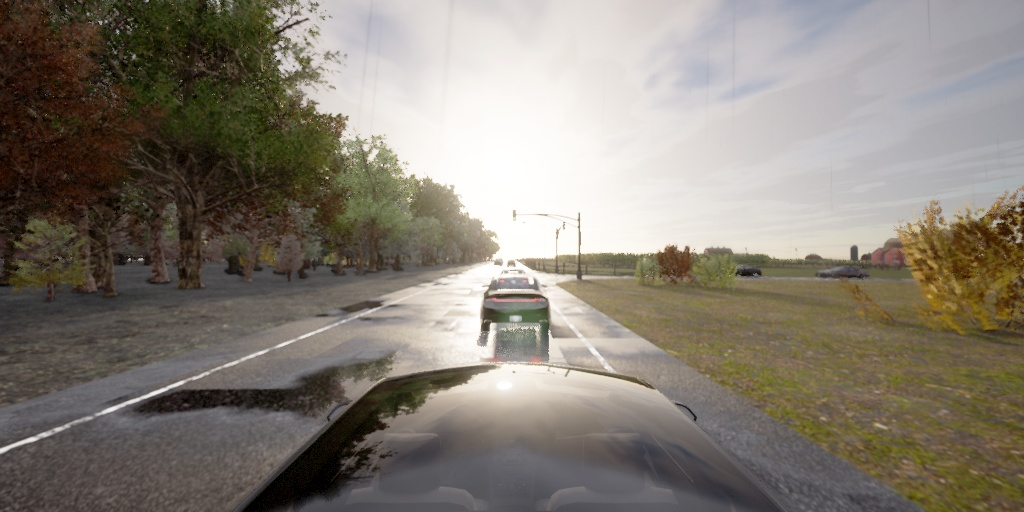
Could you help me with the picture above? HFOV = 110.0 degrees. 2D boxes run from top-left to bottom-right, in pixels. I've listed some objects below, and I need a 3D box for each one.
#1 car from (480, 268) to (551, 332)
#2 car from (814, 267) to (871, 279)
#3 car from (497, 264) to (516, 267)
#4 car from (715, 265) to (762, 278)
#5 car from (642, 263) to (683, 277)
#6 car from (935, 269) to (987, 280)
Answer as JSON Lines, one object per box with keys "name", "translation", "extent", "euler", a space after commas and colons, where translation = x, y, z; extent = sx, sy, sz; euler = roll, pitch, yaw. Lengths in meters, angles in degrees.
{"name": "car", "translation": [0.087, 1.295, 11.016], "extent": [2.128, 1.511, 4.902], "euler": [0, 0, 0]}
{"name": "car", "translation": [39.143, 2.007, 42.509], "extent": [5.357, 1.411, 2.033], "euler": [1, -1, 0]}
{"name": "car", "translation": [0.073, 1.409, 21.264], "extent": [2.033, 1.411, 5.357], "euler": [0, 0, 0]}
{"name": "car", "translation": [26.805, 1.802, 42.553], "extent": [5.008, 1.535, 1.882], "euler": [0, -1, 0]}
{"name": "car", "translation": [17.678, 1.578, 42.624], "extent": [4.553, 1.767, 2.097], "euler": [1, -1, 1]}
{"name": "car", "translation": [48.855, 2.085, 38.865], "extent": [4.718, 1.301, 1.895], "euler": [1, -1, 1]}
